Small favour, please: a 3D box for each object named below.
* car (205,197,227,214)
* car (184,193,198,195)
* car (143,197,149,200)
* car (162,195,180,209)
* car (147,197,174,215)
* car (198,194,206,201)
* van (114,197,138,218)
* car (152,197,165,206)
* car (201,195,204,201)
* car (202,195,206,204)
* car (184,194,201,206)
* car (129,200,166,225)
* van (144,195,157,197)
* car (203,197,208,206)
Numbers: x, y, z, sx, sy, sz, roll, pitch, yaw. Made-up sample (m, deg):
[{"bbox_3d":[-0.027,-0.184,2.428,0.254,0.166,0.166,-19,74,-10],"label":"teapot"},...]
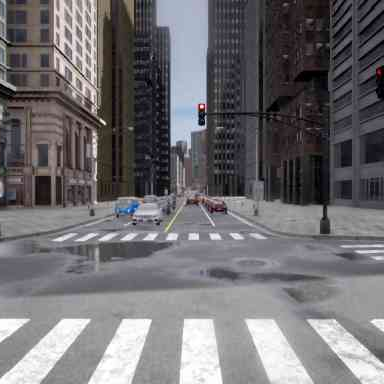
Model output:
[{"bbox_3d":[2.752,1.553,35.457,1.887,1.381,4.507,0,0,0],"label":"car"},{"bbox_3d":[-0.044,1.522,65.170,2.128,1.511,4.902,0,0,0],"label":"car"},{"bbox_3d":[-5.803,1.553,35.469,1.887,1.381,4.507,0,0,0],"label":"car"},{"bbox_3d":[-3.120,1.506,44.314,2.128,1.511,4.902,0,0,0],"label":"car"},{"bbox_3d":[-3.122,1.513,34.055,1.837,1.490,4.892,0,0,0],"label":"car"},{"bbox_3d":[2.702,1.490,90.712,1.967,1.590,4.097,0,0,0],"label":"car"},{"bbox_3d":[-5.800,1.347,29.944,1.690,1.788,3.998,0,0,0],"label":"van"},{"bbox_3d":[-5.814,1.606,57.569,1.802,1.307,4.206,0,0,0],"label":"car"},{"bbox_3d":[2.737,1.546,52.203,1.752,1.417,4.829,0,0,0],"label":"car"},{"bbox_3d":[2.742,1.561,46.508,1.887,1.381,4.507,0,0,0],"label":"car"},{"bbox_3d":[0.014,1.500,54.790,1.882,1.535,5.008,0,0,0],"label":"car"},{"bbox_3d":[-3.118,1.529,24.012,1.812,1.442,4.674,0,0,-2],"label":"car"},{"bbox_3d":[-5.809,1.357,46.519,1.690,1.788,3.998,0,0,0],"label":"van"},{"bbox_3d":[2.747,1.557,40.982,1.887,1.381,4.507,0,0,0],"label":"car"}]
